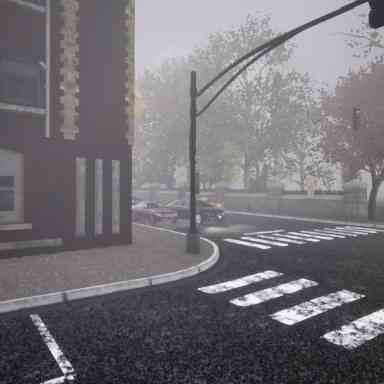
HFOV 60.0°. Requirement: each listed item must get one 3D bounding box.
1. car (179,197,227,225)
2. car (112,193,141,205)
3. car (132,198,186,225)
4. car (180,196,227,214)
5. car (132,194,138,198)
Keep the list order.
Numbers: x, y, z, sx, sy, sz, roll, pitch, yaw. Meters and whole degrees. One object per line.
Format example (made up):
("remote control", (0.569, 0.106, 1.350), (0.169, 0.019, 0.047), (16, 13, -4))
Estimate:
("car", (0.164, 1.208, 21.687), (1.837, 1.490, 4.892), (0, 1, -39))
("car", (-8.681, 0.864, 43.876), (2.008, 1.369, 4.403), (1, 0, -36))
("car", (-2.503, 1.257, 21.022), (1.802, 1.307, 4.206), (2, 0, -36))
("car", (0.950, 1.130, 30.551), (1.752, 1.417, 4.829), (1, 0, -36))
("car", (-5.688, 1.029, 29.833), (1.837, 1.490, 4.892), (0, 1, -36))
